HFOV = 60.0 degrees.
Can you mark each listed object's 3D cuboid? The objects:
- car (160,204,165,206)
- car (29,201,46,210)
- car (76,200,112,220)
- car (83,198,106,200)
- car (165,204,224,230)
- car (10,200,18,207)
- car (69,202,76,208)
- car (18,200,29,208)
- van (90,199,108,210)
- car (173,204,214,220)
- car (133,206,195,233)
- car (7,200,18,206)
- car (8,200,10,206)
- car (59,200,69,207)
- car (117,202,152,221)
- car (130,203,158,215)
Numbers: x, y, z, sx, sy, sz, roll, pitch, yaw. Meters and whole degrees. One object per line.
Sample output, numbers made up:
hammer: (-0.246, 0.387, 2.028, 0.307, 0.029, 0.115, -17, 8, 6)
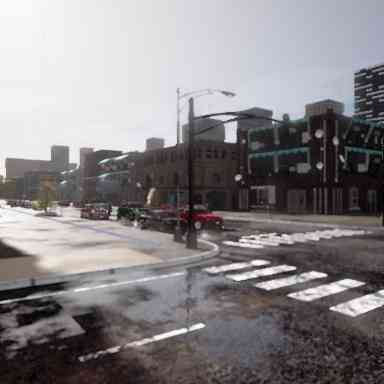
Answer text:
car: (-3.117, 2.080, 38.868, 1.802, 1.307, 4.206, -1, 0, -35)
car: (-25.874, 2.334, 56.443, 1.752, 1.417, 4.829, -1, 0, -35)
car: (-9.952, 1.948, 34.016, 1.967, 1.590, 4.097, -1, 0, -35)
car: (-11.759, 1.803, 41.073, 2.150, 2.045, 5.566, 0, -1, -35)
car: (0.264, 1.823, 24.119, 1.882, 1.535, 5.008, 0, -1, -35)
car: (-38.792, 2.481, 74.634, 1.967, 1.590, 4.097, -1, 0, -35)
car: (-22.344, 2.404, 65.947, 1.887, 1.381, 4.507, -1, 0, -35)
car: (-32.382, 2.477, 65.608, 2.008, 1.369, 4.403, -1, 0, -35)
van: (-15.938, 2.083, 56.922, 1.690, 1.788, 3.998, -1, 0, -35)
car: (0.087, 1.986, 34.355, 2.008, 1.369, 4.403, -1, 0, -35)
car: (-2.015, 1.916, 22.630, 1.947, 1.339, 4.313, -1, 0, -35)
car: (-45.199, 2.699, 83.660, 1.887, 1.381, 4.507, -1, 0, -35)
car: (-41.995, 2.649, 79.148, 2.008, 1.369, 4.403, -1, 0, -35)
car: (-28.753, 2.540, 74.974, 1.947, 1.339, 4.313, -1, 0, -35)
car: (-5.604, 1.814, 32.387, 2.097, 1.767, 4.553, 0, -1, -35)
car: (-6.321, 2.143, 43.381, 1.802, 1.307, 4.206, -1, 0, -35)
